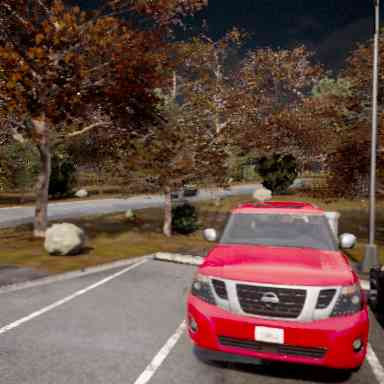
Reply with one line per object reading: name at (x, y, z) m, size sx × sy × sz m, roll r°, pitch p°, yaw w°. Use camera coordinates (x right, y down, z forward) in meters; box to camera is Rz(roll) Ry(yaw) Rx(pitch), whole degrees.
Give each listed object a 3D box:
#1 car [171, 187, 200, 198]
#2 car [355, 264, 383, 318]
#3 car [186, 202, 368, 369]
car at (-0.866, -0.031, 38.065) m, size 1.994 × 1.385 × 4.181 m, roll 2°, pitch 4°, yaw 37°
car at (3.984, 1.516, 4.617) m, size 2.163 × 1.488 × 4.792 m, roll 0°, pitch -1°, yaw 16°
car at (1.582, 1.233, 6.272) m, size 2.435 × 2.045 × 5.566 m, roll 1°, pitch -1°, yaw 16°
